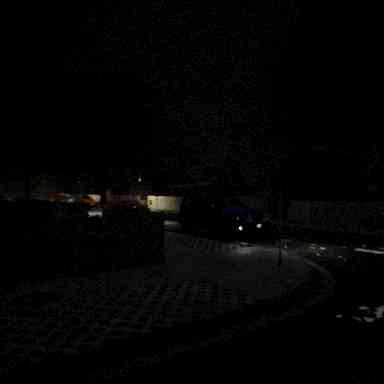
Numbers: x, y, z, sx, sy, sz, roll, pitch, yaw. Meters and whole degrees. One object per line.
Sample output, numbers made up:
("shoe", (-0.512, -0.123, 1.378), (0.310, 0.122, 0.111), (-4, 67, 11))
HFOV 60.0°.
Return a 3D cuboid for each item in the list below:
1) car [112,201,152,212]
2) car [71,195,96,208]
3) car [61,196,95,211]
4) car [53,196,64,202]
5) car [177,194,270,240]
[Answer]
("car", (-4.740, 1.404, 25.796), (1.812, 1.442, 4.674), (0, 0, -36))
("car", (-14.594, 1.255, 44.545), (1.882, 1.535, 5.008), (0, 0, -35))
("car", (-12.507, 1.414, 36.670), (1.895, 1.301, 4.718), (0, 0, -35))
("car", (-20.507, 1.281, 52.720), (2.033, 1.411, 5.357), (0, 0, -36))
("car", (1.411, 1.154, 17.197), (2.150, 2.045, 5.566), (0, 0, -36))
